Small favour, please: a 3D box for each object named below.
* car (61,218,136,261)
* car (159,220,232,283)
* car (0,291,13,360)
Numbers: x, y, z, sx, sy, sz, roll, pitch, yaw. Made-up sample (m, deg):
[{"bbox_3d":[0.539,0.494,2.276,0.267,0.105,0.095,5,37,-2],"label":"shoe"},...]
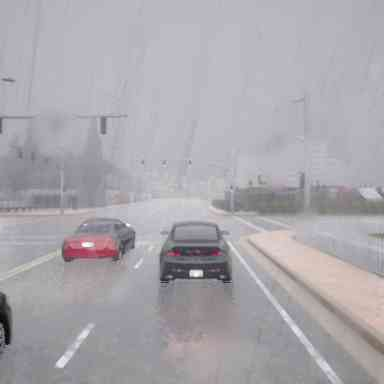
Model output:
[{"bbox_3d":[-3.408,1.711,12.869,1.994,1.385,4.181,0,-1,0],"label":"car"},{"bbox_3d":[0.096,1.621,10.044,1.837,1.490,4.892,0,0,0],"label":"car"},{"bbox_3d":[-3.404,1.524,2.688,2.128,1.511,4.902,0,-1,0],"label":"car"}]
